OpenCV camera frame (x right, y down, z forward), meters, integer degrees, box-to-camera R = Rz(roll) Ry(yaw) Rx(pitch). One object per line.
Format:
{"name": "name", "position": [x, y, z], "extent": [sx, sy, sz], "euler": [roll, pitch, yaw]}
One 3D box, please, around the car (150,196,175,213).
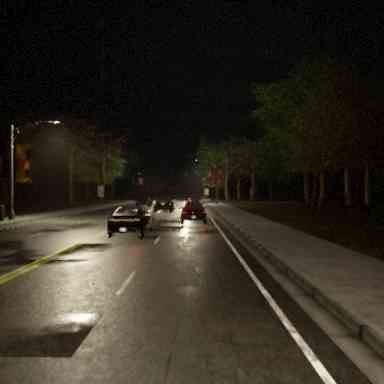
{"name": "car", "position": [-3.123, 1.352, 37.835], "extent": [2.097, 1.767, 4.553], "euler": [0, 0, 0]}

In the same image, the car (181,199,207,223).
{"name": "car", "position": [0.117, 1.525, 25.100], "extent": [1.812, 1.442, 4.674], "euler": [0, 0, 0]}

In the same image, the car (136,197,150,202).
{"name": "car", "position": [-6.469, 1.359, 45.120], "extent": [1.994, 1.385, 4.181], "euler": [0, 0, 0]}

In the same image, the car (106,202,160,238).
{"name": "car", "position": [-3.138, 1.491, 17.581], "extent": [2.128, 1.511, 4.902], "euler": [0, 0, 0]}
